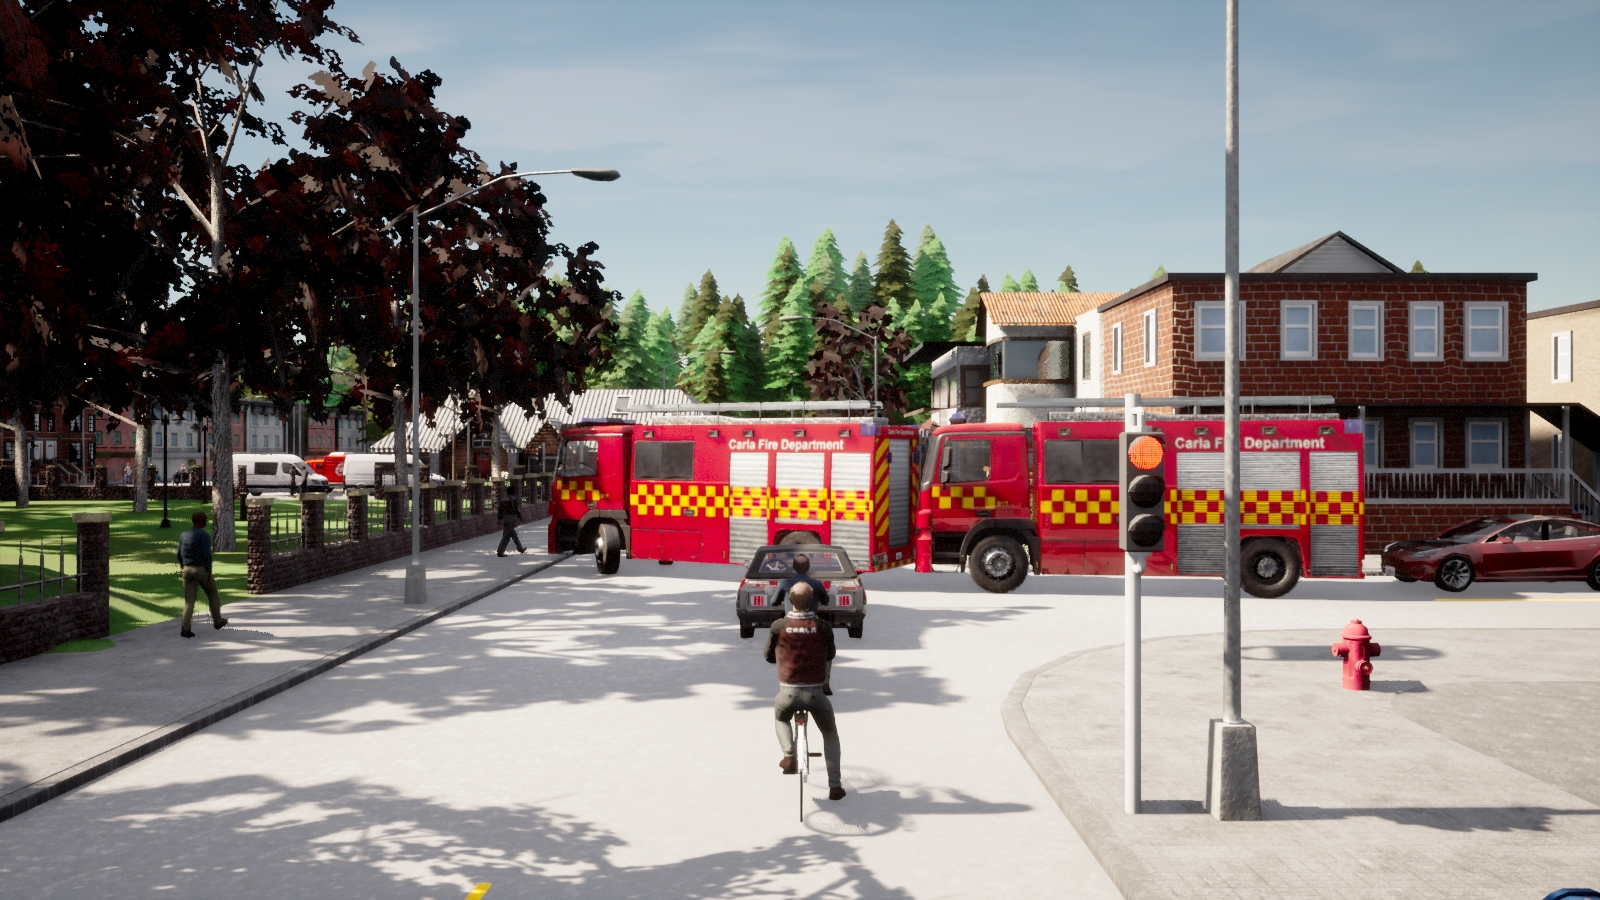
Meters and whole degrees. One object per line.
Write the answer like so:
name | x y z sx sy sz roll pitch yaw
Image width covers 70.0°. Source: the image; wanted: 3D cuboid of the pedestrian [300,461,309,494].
pedestrian | -27.561 1.525 63.515 0.375 1.860 0.375 0 0 -11

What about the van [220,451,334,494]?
van | -31.465 1.314 68.839 5.915 2.561 1.988 0 0 1

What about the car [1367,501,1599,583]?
car | 14.535 1.843 23.389 4.792 1.488 2.163 0 0 0

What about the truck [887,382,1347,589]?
truck | 6.130 0.669 23.188 8.468 3.827 2.891 0 0 9

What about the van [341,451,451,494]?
van | -24.299 1.314 68.785 5.915 2.561 1.988 0 0 1

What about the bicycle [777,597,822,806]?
bicycle | -0.005 1.940 9.200 0.329 1.271 1.835 0 0 0

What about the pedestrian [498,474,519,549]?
pedestrian | -7.282 1.525 28.545 0.375 1.860 0.375 0 0 41

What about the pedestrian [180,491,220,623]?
pedestrian | -8.637 1.525 16.453 0.375 1.860 0.375 0 0 7

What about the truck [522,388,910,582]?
truck | -2.012 0.672 25.772 8.468 3.827 2.891 0 0 28

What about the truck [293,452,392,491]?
truck | -29.092 1.345 72.766 5.204 2.467 2.627 0 0 0

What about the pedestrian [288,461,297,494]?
pedestrian | -28.211 1.523 63.527 0.375 1.860 0.375 0 0 -3

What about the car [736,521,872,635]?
car | 0.052 1.935 18.331 1.895 1.301 4.718 0 0 0
